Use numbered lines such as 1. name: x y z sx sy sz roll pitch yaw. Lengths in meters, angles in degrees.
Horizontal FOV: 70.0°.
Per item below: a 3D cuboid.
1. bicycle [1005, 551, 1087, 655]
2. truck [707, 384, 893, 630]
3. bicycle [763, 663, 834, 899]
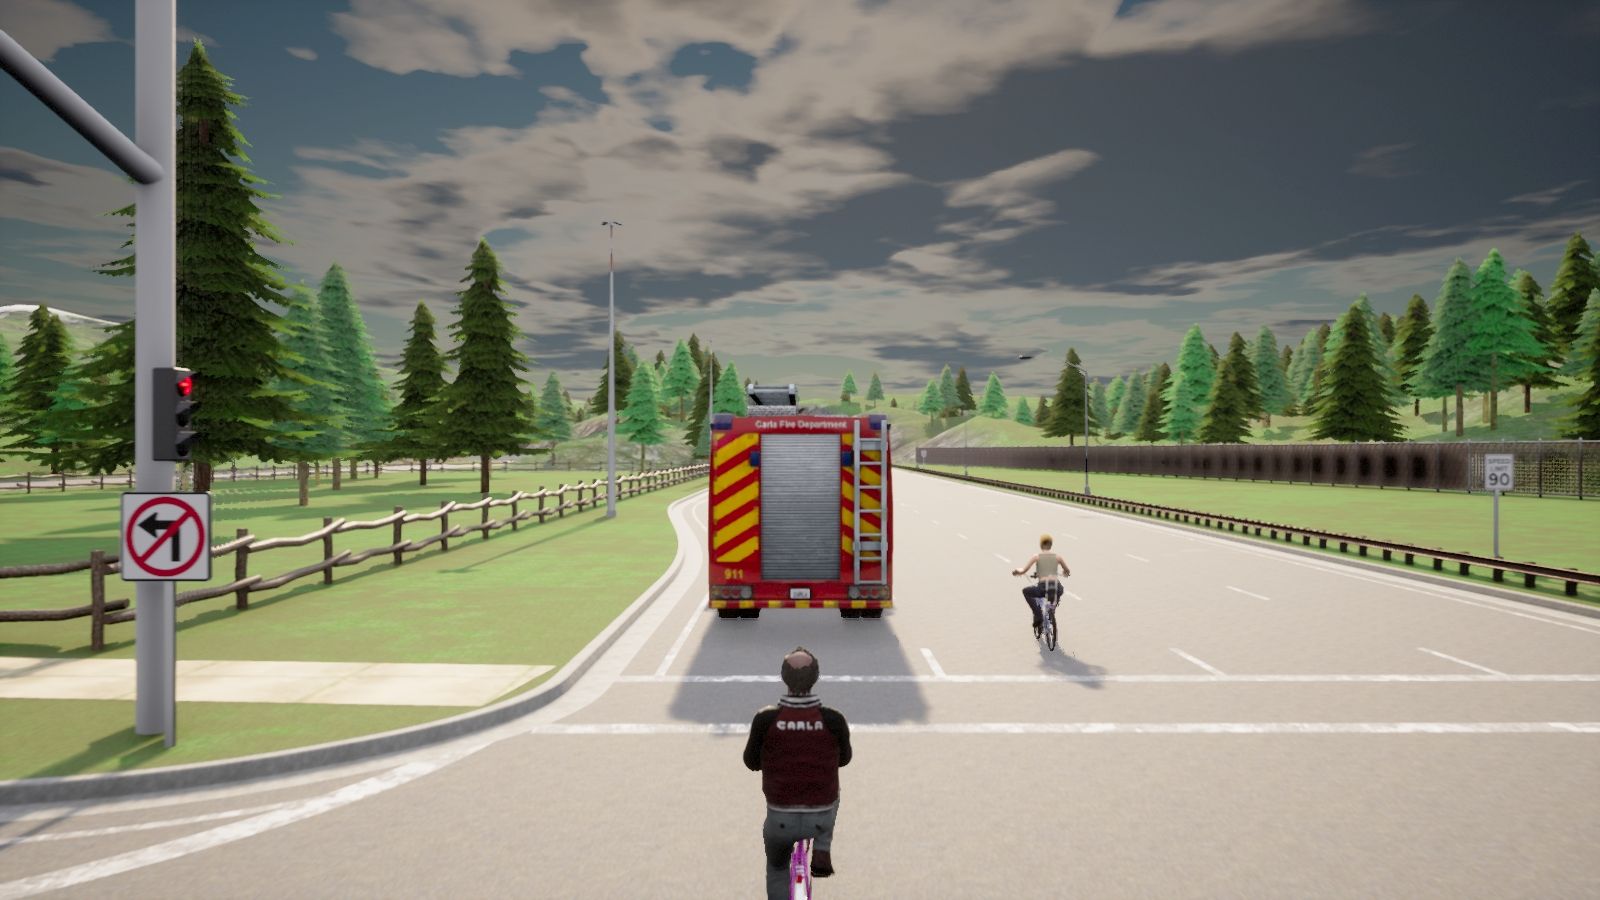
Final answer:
1. bicycle: 3.490 2.154 16.332 0.859 1.277 1.487 0 0 0
2. truck: -0.004 0.886 21.966 2.891 3.827 8.468 0 0 0
3. bicycle: -0.006 2.059 6.178 0.329 1.471 1.835 0 0 0
